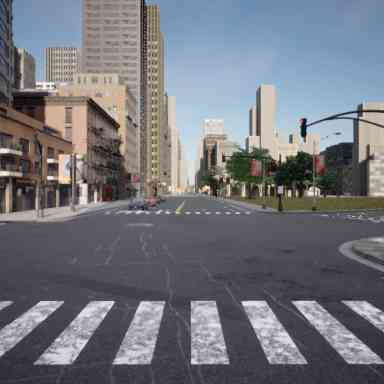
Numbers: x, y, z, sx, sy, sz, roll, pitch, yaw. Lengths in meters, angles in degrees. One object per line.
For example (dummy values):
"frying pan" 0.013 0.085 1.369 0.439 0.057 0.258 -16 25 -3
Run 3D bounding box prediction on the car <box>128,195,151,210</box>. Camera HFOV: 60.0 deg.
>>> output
"car" -6.655 1.488 41.506 1.812 1.442 4.674 0 0 0

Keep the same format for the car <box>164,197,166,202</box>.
"car" -6.550 1.509 69.741 1.895 1.301 4.718 0 0 0

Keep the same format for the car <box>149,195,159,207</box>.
"car" -6.638 1.300 50.558 2.097 1.767 4.553 0 0 0

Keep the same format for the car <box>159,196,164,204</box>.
"car" -6.625 1.498 59.609 1.994 1.385 4.181 0 0 0
